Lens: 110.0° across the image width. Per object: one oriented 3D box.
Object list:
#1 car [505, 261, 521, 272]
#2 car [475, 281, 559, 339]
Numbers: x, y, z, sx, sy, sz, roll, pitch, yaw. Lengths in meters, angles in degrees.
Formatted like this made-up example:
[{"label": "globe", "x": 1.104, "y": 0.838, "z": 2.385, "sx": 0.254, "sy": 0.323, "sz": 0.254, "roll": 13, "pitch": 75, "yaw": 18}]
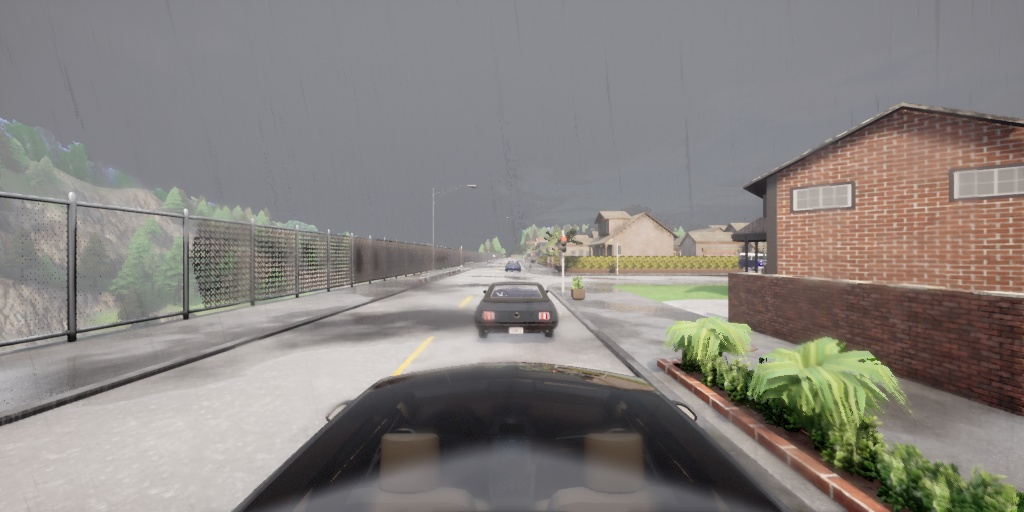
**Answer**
[{"label": "car", "x": 0.147, "y": 1.314, "z": 46.409, "sx": 1.994, "sy": 1.385, "sz": 4.181, "roll": 0, "pitch": 0, "yaw": 0}, {"label": "car", "x": 0.107, "y": 1.351, "z": 10.106, "sx": 1.895, "sy": 1.301, "sz": 4.718, "roll": 0, "pitch": 0, "yaw": 0}]
